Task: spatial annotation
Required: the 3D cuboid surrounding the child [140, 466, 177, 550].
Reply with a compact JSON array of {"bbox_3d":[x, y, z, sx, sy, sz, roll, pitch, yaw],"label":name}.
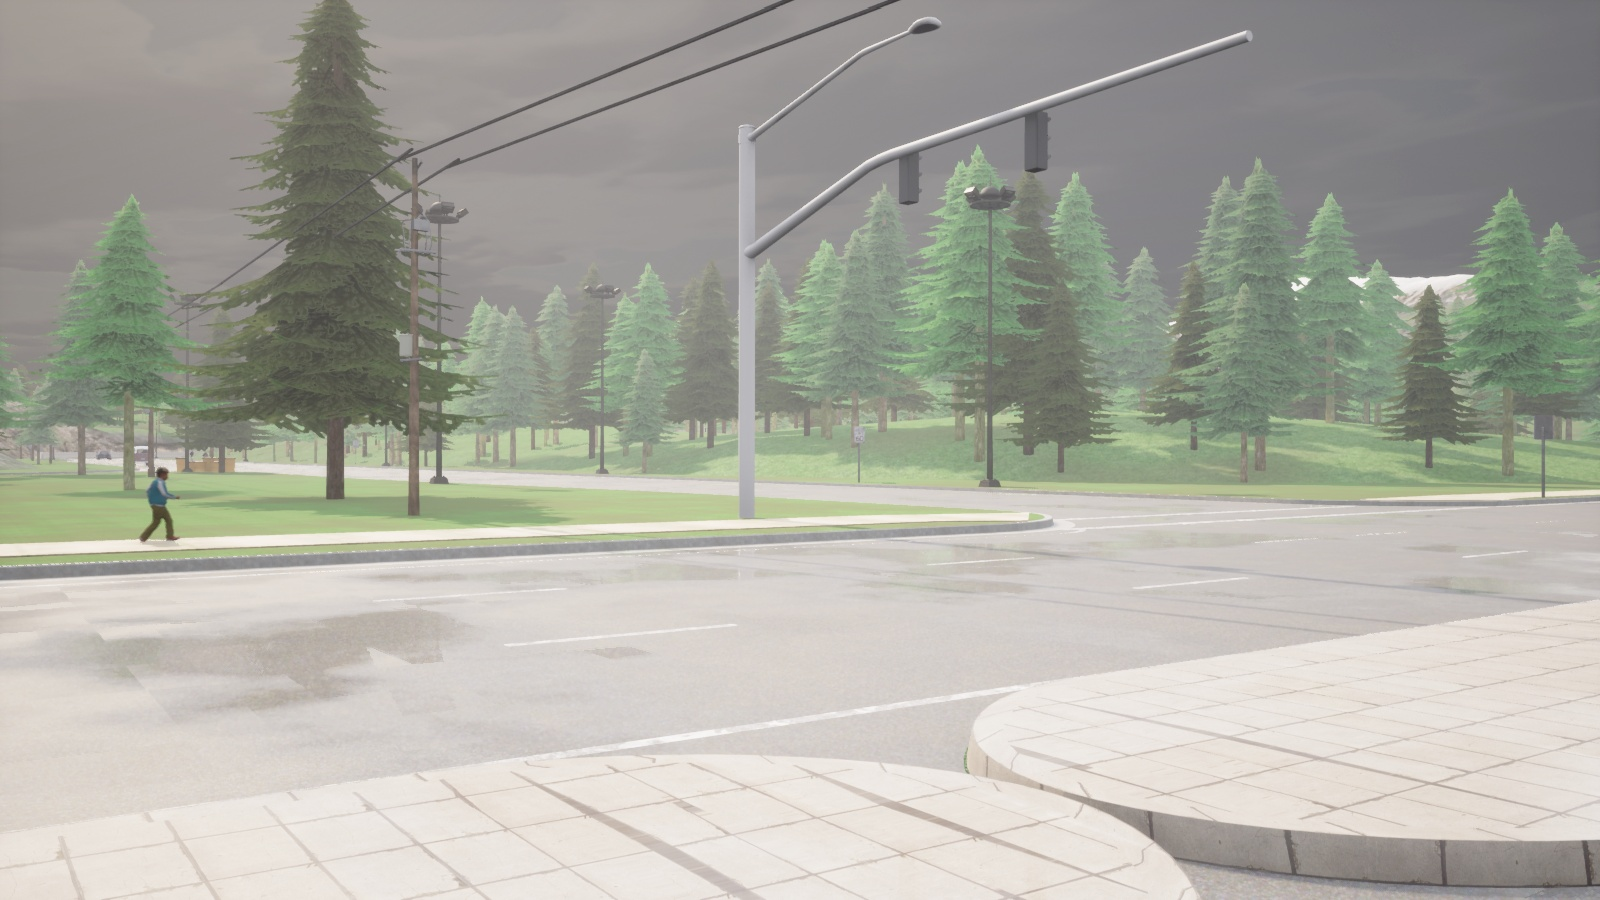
[{"bbox_3d":[-9.303,0.828,18.208,0.448,1.192,0.343,0,0,-33],"label":"child"}]
